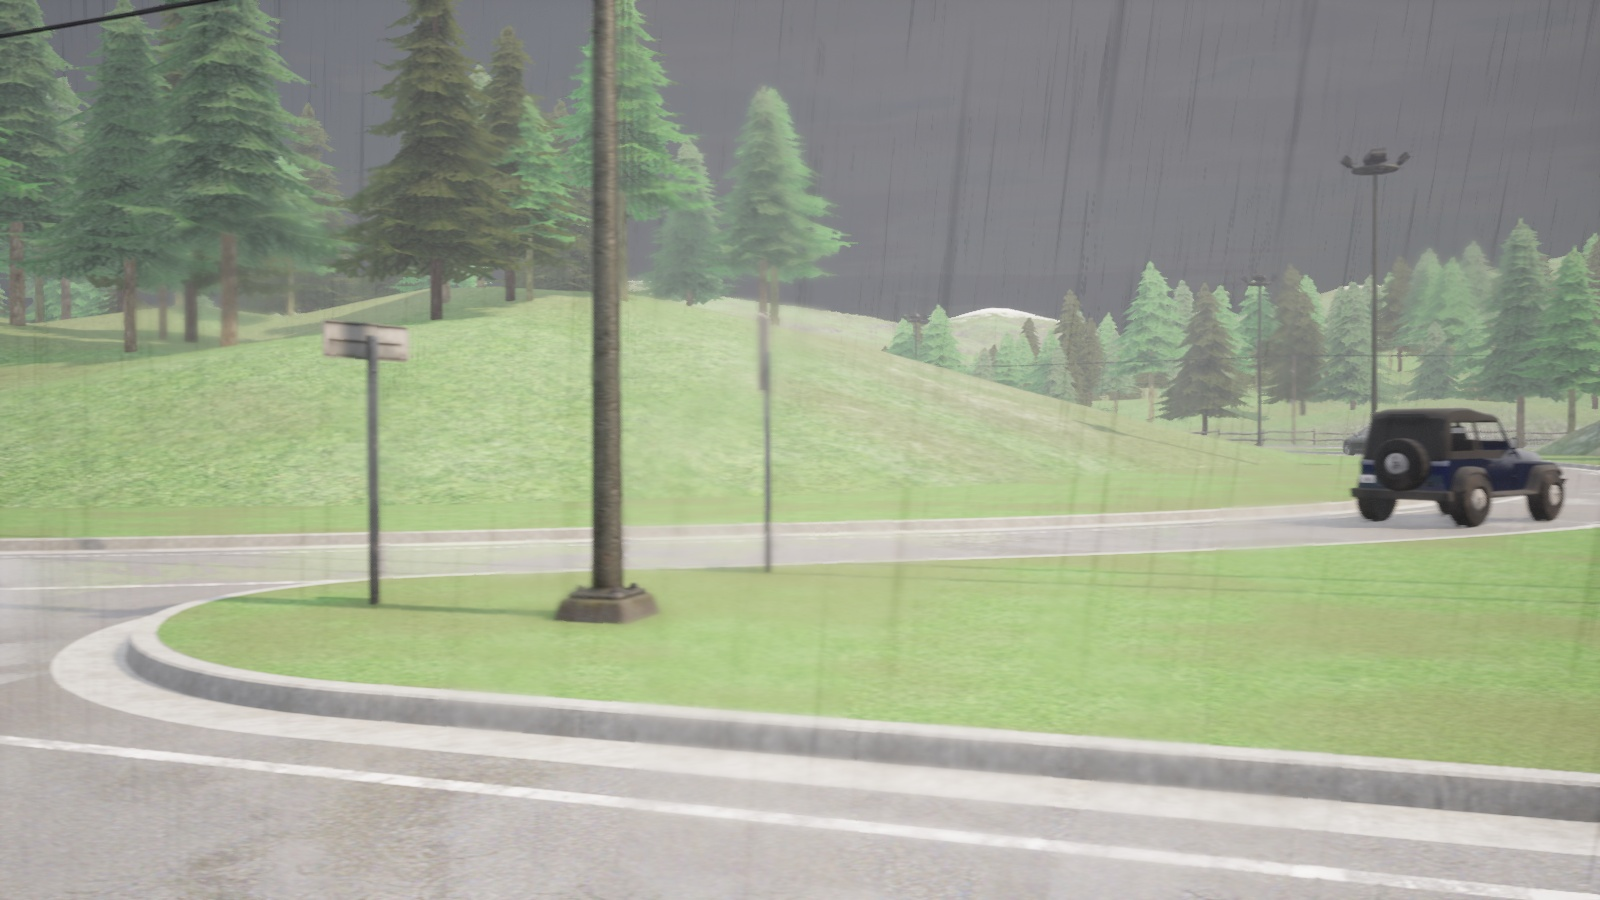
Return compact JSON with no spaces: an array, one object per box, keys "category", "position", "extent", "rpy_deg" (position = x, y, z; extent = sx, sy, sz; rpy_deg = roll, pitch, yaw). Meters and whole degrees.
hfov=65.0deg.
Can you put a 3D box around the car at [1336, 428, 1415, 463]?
[{"category":"car","position":[30.481,-0.268,66.690],"extent":[2.097,1.767,4.553],"rpy_deg":[0,1,0]}]

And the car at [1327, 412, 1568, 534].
[{"category":"car","position":[10.870,0.327,21.045],"extent":[3.866,1.878,1.905],"rpy_deg":[0,1,-33]}]
